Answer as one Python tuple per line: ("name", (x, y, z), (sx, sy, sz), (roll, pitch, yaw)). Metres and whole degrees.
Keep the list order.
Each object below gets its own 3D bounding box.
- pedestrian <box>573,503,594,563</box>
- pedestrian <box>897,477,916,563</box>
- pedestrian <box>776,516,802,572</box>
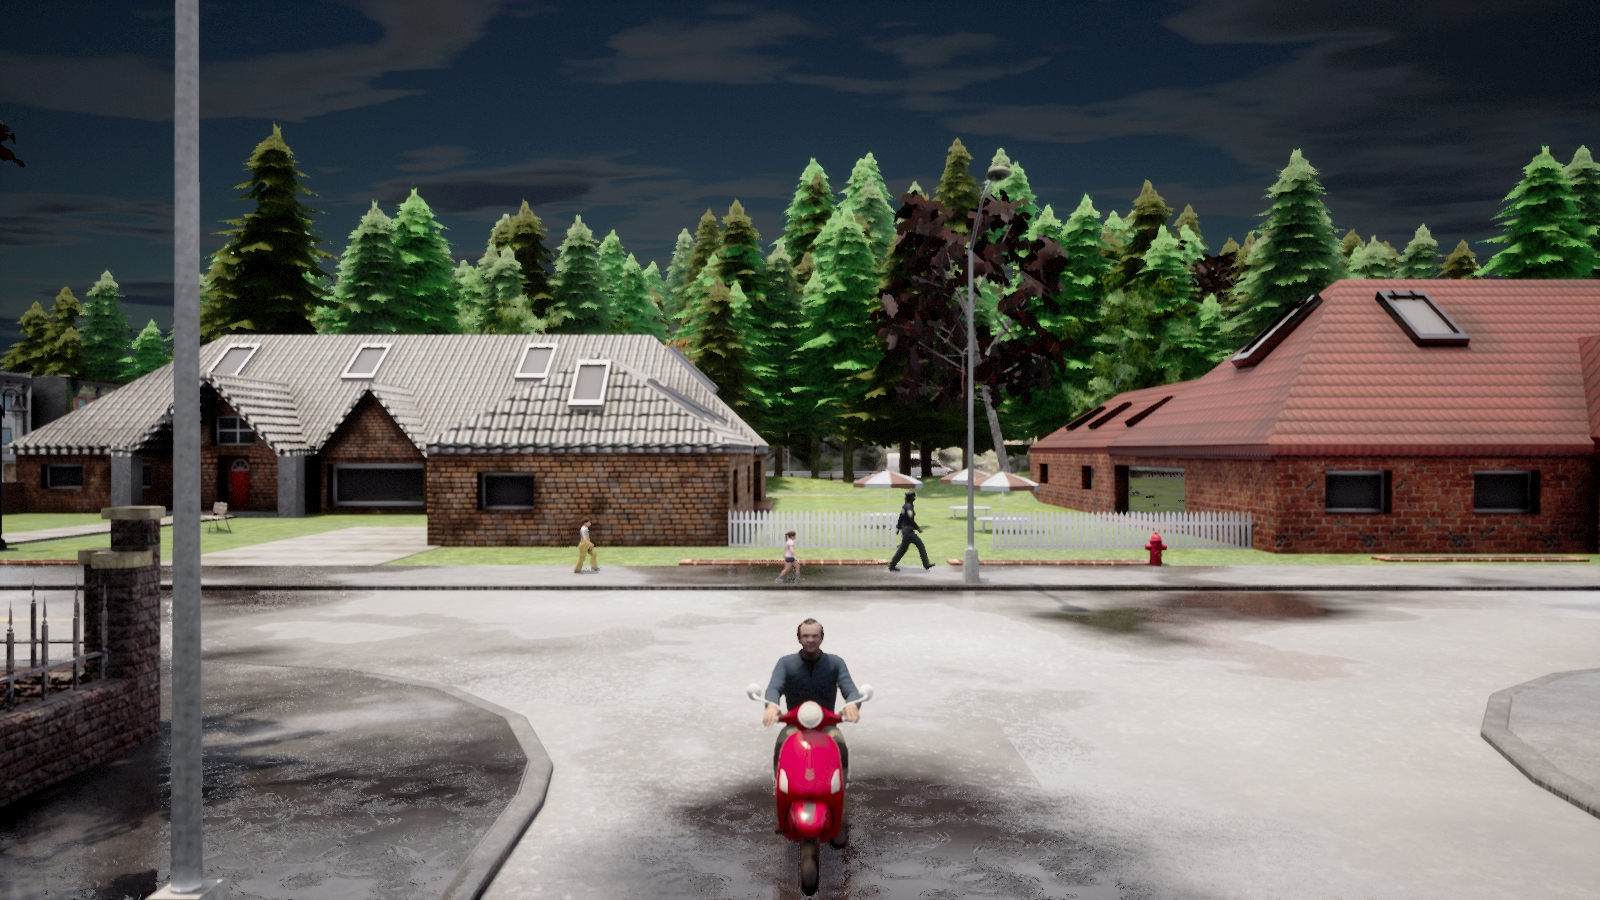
("pedestrian", (-4.731, 1.810, 24.962), (0.375, 1.300, 0.375), (0, 0, 2))
("pedestrian", (2.347, 1.530, 25.161), (0.375, 1.860, 0.375), (0, 0, -2))
("pedestrian", (-0.228, 1.910, 23.276), (0.500, 1.100, 0.500), (0, 0, -5))
